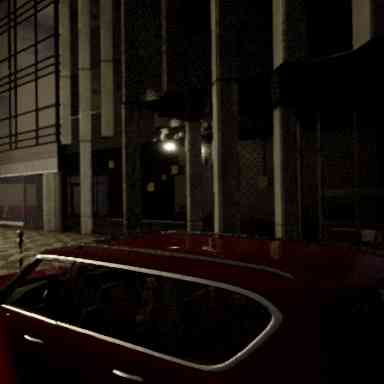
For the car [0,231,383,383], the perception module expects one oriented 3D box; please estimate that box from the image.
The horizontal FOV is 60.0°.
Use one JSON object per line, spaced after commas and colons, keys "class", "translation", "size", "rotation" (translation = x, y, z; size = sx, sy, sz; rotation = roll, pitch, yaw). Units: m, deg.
{"class": "car", "translation": [-0.580, 1.337, 3.274], "size": [5.009, 1.841, 2.192], "rotation": [-1, -1, 36]}
